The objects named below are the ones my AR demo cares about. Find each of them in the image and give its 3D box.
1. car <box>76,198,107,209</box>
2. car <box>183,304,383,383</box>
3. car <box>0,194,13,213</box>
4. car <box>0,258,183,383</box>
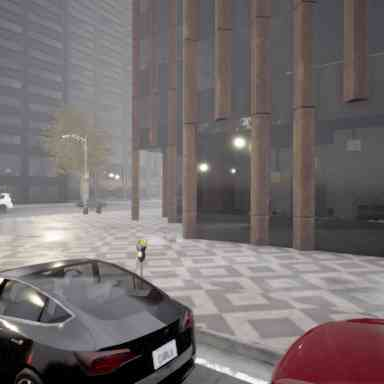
[{"bbox_3d":[-13.478,1.491,44.827,1.994,1.385,4.181,0,1,35],"label":"car"},{"bbox_3d":[2.644,1.315,1.074,5.009,1.841,2.192,0,0,36],"label":"car"},{"bbox_3d":[-21.303,1.179,33.820,2.150,2.045,5.566,0,0,35],"label":"car"},{"bbox_3d":[-1.943,1.566,4.350,4.313,1.339,1.947,0,0,36],"label":"car"}]
